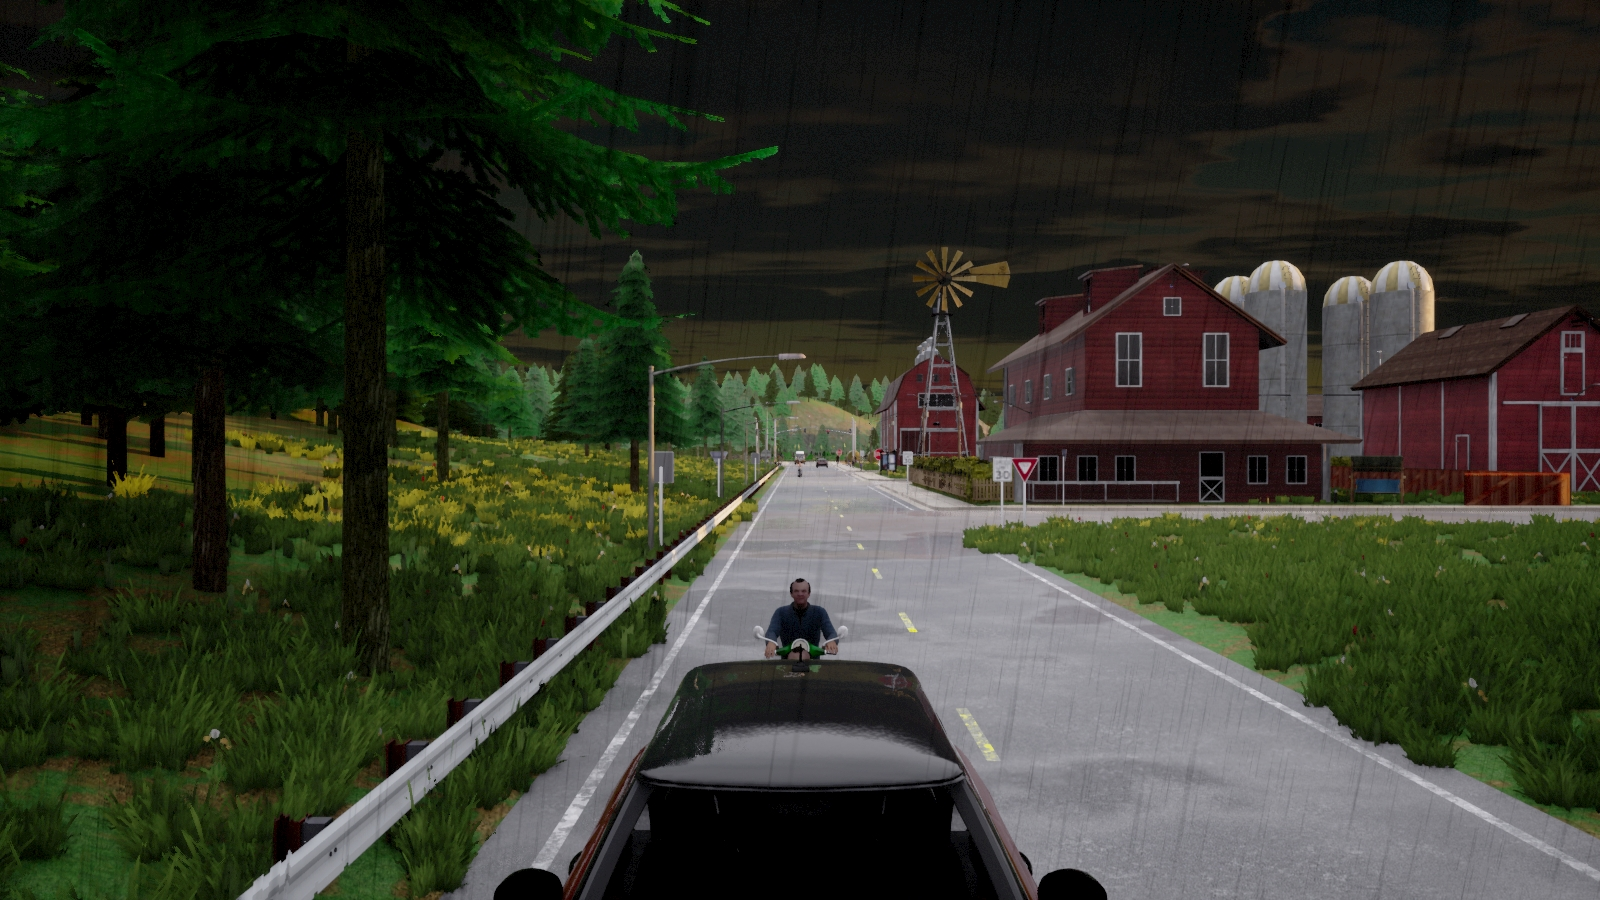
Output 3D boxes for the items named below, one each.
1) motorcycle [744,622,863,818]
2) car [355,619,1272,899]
[{"bbox_3d":[0.028,2.229,9.842,0.867,1.251,2.209,-2,-3,0],"label":"motorcycle"},{"bbox_3d":[0.032,1.899,4.503,2.097,1.767,4.553,0,0,0],"label":"car"}]
